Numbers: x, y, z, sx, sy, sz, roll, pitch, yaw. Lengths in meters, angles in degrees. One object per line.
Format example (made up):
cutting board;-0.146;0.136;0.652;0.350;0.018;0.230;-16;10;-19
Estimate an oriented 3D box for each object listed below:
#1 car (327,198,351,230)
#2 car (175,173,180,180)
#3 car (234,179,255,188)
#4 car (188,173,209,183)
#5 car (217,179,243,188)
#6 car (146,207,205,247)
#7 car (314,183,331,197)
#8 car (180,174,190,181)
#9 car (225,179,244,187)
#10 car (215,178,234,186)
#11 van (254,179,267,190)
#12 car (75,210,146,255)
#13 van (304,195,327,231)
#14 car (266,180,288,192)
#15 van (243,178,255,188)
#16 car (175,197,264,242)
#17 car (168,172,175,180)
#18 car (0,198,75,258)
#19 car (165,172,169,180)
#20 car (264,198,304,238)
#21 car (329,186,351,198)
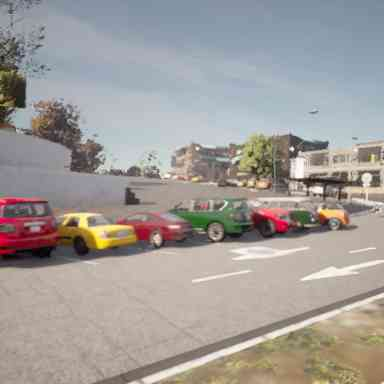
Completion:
car;7.872;1.453;21.934;4.553;1.767;2.185;-1;-1;35
car;-1.509;-3.717;84.878;2.185;1.767;4.553;6;3;34
car;10.809;-1.677;67.855;1.946;1.575;5.366;7;3;35
car;2.134;-3.042;80.151;1.946;1.575;5.366;7;3;34
car;6.216;-1.450;58.467;1.994;1.385;4.181;2;4;-35
car;-2.017;1.563;15.052;4.674;1.452;2.002;-1;-1;35
car;21.078;-0.292;52.902;2.435;2.045;5.566;7;3;35
car;0.284;-3.565;82.411;2.435;2.045;5.566;7;3;34
car;8.978;-1.909;70.176;2.002;1.452;4.674;7;3;35
car;7.237;-2.183;72.639;2.002;1.452;4.674;7;3;35
van;14.111;-1.357;62.652;1.878;1.987;4.442;7;3;35
car;-4.623;1.508;13.425;5.366;1.575;1.946;-1;-1;35
van;5.463;1.338;20.184;4.442;1.987;1.878;-1;-1;35
car;15.870;-0.858;60.289;2.231;1.521;4.892;7;3;35
van;12.383;-1.630;65.124;1.878;1.987;4.442;7;3;35
car;0.411;1.286;16.810;5.566;2.045;2.435;-1;-1;35
car;-3.239;-3.952;87.348;2.185;1.767;4.553;4;1;33
car;-6.942;1.245;11.598;5.566;2.045;2.435;-1;-1;35
car;-5.009;-4.230;89.696;2.435;2.045;5.566;1;-2;34
car;2.925;1.299;18.515;5.566;2.045;2.435;-1;-1;35
car;22.768;0.271;50.428;2.002;1.452;4.674;7;3;35
